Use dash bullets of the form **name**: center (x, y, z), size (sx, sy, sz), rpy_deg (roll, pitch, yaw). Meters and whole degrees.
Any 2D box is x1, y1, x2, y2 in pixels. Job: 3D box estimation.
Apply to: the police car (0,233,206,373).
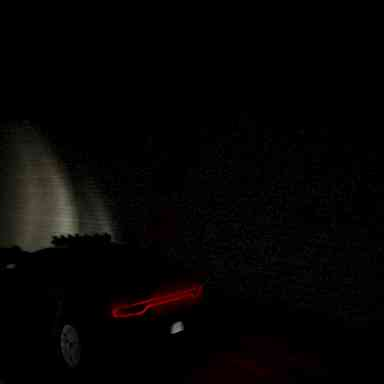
- **police car**: center (-2.106, 1.585, 6.101), size (5.238, 1.638, 1.930), rpy_deg (-1, -2, 42)
